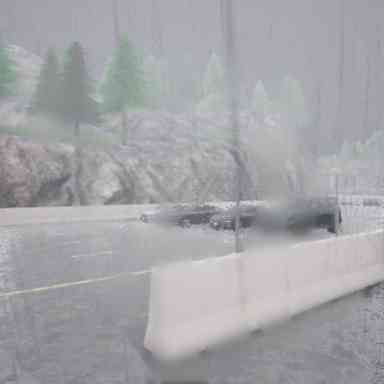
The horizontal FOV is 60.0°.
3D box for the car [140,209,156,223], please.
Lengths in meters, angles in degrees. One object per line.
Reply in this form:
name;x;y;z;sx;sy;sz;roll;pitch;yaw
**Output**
car;-1.665;1.574;25.123;4.674;1.442;1.812;0;0;-41
